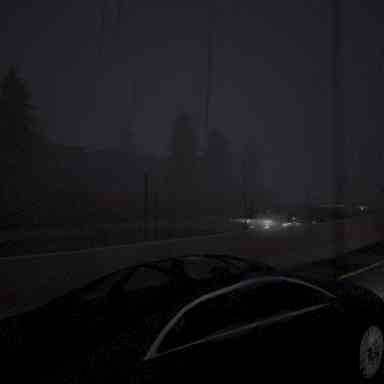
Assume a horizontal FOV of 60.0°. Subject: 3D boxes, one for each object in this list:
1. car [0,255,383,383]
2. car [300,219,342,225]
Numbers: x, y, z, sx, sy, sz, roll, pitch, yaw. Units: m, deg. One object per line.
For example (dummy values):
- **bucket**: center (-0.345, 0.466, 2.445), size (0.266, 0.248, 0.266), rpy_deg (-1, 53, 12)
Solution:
- **car**: center (0.404, 1.501, 3.771), size (4.902, 1.511, 2.128), rpy_deg (0, 0, -37)
- **car**: center (8.354, 1.611, 20.707), size (1.994, 1.385, 4.181), rpy_deg (0, 0, 42)
